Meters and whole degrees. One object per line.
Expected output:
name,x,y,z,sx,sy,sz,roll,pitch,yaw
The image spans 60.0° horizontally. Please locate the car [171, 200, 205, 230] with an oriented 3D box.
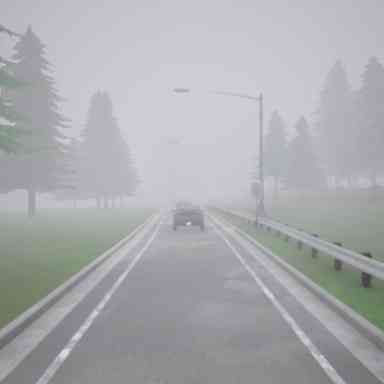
car,-0.252,1.497,20.790,1.837,1.490,4.892,0,0,-2
